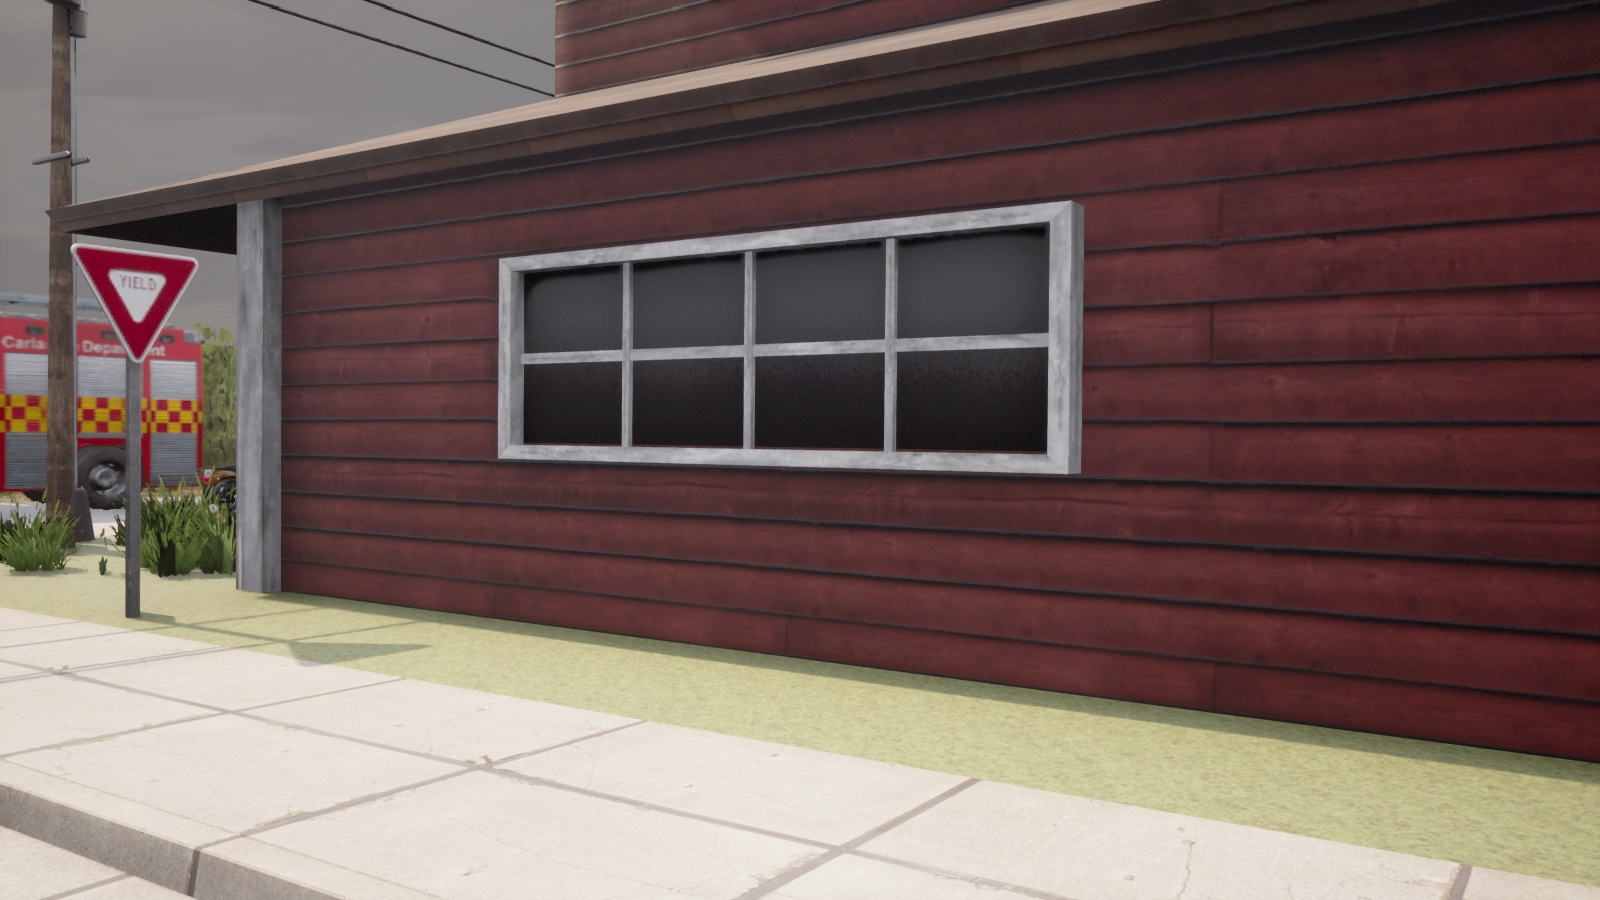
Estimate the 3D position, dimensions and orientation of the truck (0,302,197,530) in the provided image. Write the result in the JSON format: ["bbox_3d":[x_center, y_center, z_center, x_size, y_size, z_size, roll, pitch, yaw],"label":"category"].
[{"bbox_3d":[-15.176,-0.560,21.285,2.891,3.827,8.468,0,1,39],"label":"truck"}]

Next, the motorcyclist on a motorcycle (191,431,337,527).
[{"bbox_3d":[-9.633,0.486,22.673,0.766,1.649,2.350,0,1,35],"label":"motorcyclist on a motorcycle"}]
